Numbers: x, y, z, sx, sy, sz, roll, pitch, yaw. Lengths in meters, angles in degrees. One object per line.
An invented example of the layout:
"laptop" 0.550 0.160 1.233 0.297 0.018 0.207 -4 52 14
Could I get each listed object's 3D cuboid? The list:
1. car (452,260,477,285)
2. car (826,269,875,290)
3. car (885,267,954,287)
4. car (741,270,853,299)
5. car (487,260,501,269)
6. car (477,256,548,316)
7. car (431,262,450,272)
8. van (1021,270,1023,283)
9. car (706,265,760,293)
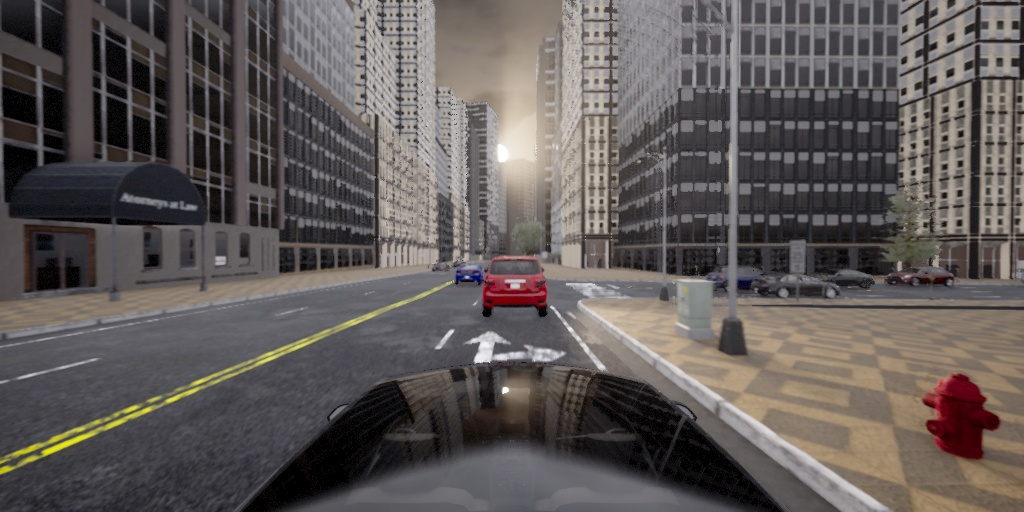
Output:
"car" -3.156 1.333 27.638 1.882 1.535 5.008 0 0 0
"car" 23.682 1.642 26.196 4.674 1.442 1.812 1 1 -1
"car" 32.733 1.615 28.915 4.097 1.591 1.967 0 0 -1
"car" 15.907 1.658 20.191 4.403 1.370 2.007 0 0 -1
"car" -3.169 1.520 64.297 2.128 1.511 4.902 0 0 0
"car" 0.090 1.032 13.750 2.150 2.045 5.566 0 0 0
"car" -9.841 1.528 49.648 1.994 1.385 4.181 0 0 0
"van" 44.014 1.627 29.059 3.998 1.789 1.690 0 0 -1
"car" 15.045 1.417 22.985 4.553 1.767 2.097 1 1 0
